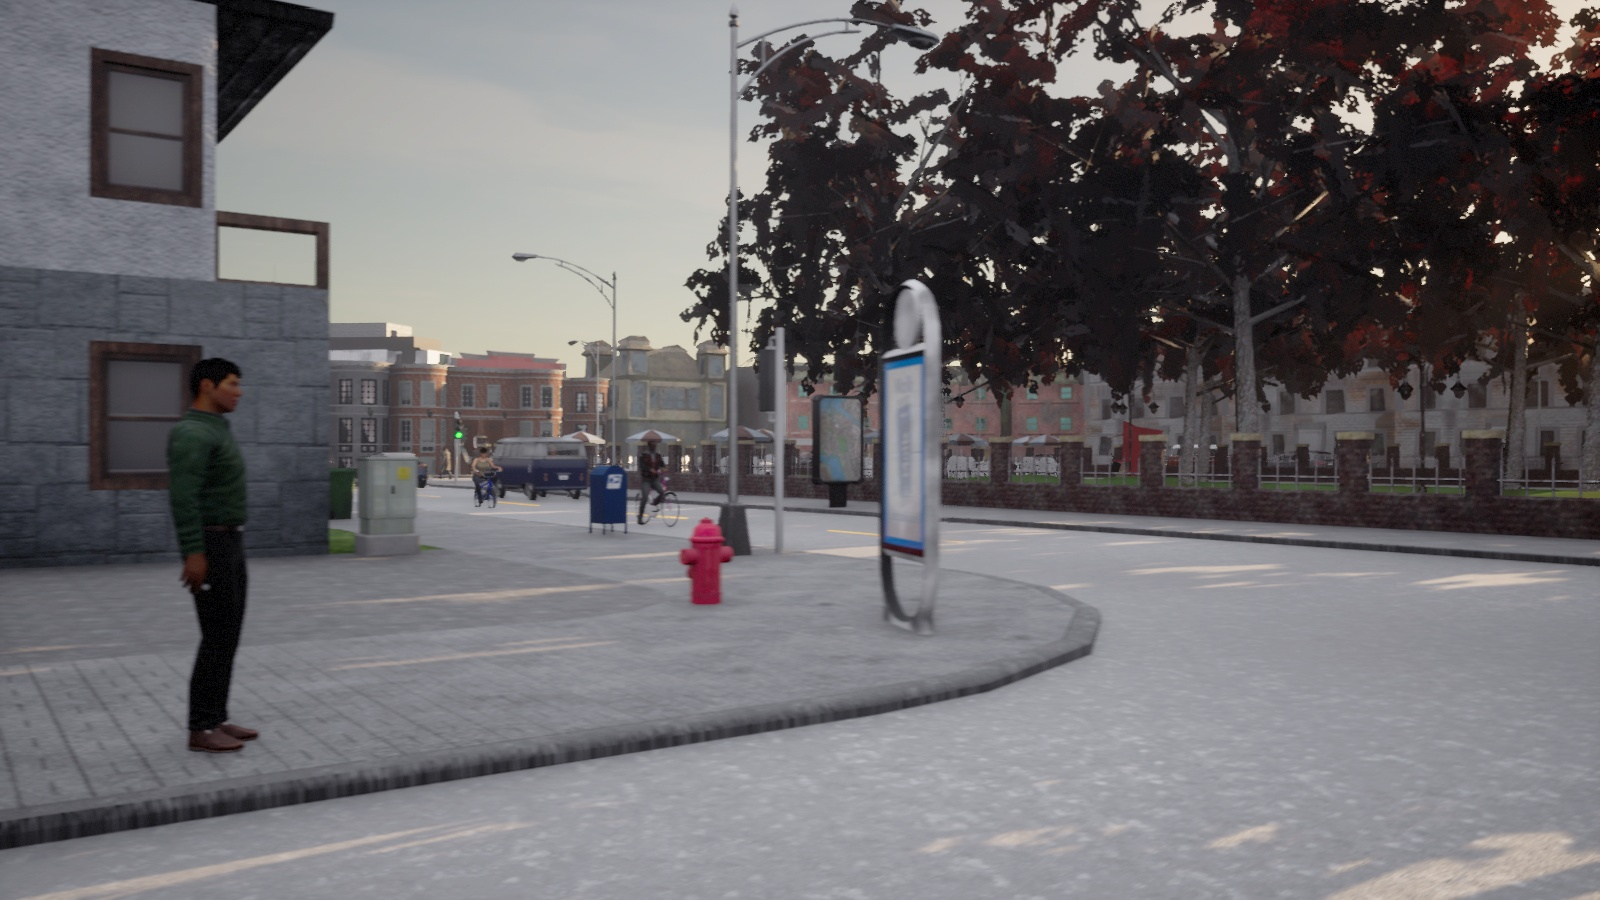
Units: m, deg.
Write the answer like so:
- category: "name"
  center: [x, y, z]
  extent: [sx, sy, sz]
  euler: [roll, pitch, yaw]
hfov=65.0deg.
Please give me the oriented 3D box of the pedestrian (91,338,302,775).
- category: "pedestrian"
  center: [-2.795, 0.475, 5.859]
  extent: [0.788, 1.949, 0.423]
  euler: [0, 0, -6]

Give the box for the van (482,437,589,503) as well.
- category: "van"
  center: [-8.534, 0.609, 40.246]
  extent: [1.775, 1.987, 4.442]
  euler: [0, 0, -35]

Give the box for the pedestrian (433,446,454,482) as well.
- category: "pedestrian"
  center: [-19.299, 0.738, 67.895]
  extent: [0.873, 1.952, 0.659]
  euler: [0, 0, 27]

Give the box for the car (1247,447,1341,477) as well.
- category: "car"
  center: [28.650, 0.677, 72.991]
  extent: [2.242, 1.667, 4.611]
  euler: [0, 0, -35]

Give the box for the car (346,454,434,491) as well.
- category: "car"
  center: [-17.216, 0.904, 52.601]
  extent: [2.163, 1.488, 4.792]
  euler: [0, 0, -35]

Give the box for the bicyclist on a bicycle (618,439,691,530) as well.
- category: "bicyclist on a bicycle"
  center: [-2.949, 0.679, 25.350]
  extent: [0.659, 1.776, 1.843]
  euler: [0, 0, -35]

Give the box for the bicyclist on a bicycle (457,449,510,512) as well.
- category: "bicyclist on a bicycle"
  center: [-8.308, 0.775, 32.967]
  extent: [0.866, 1.612, 1.509]
  euler: [0, 0, -35]

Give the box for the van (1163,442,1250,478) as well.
- category: "van"
  center: [23.647, 0.569, 73.148]
  extent: [2.069, 2.038, 4.480]
  euler: [0, 0, -35]
